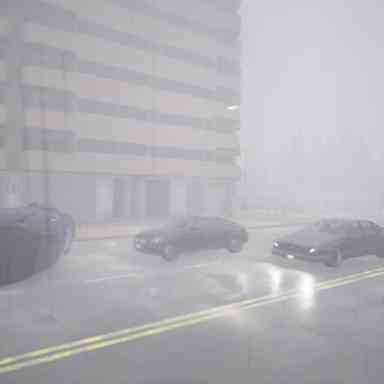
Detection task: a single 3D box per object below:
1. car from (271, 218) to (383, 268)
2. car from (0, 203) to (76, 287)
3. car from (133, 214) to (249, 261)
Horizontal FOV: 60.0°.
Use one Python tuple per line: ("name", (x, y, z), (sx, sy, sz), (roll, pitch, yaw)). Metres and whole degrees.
("car", (5.246, 1.638, 11.801), (5.357, 1.411, 2.033), (0, 0, -34))
("car", (-4.451, 1.391, 8.447), (1.442, 1.812, 4.674), (17, 2, 10))
("car", (0.106, 1.579, 12.527), (4.674, 1.442, 1.812), (1, 0, -34))
